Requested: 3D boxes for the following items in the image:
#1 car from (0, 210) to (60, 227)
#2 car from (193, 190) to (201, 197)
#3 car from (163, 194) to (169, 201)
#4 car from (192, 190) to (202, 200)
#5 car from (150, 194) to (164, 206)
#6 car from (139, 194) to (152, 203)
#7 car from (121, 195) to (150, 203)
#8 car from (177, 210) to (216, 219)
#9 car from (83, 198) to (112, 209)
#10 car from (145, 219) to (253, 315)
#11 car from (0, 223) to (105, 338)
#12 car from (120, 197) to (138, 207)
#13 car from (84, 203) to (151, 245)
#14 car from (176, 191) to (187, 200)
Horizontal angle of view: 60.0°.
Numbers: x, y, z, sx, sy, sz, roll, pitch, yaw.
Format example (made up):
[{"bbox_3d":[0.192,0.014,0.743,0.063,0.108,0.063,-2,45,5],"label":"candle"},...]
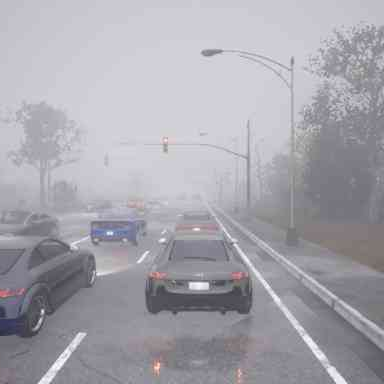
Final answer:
[{"bbox_3d":[-7.006,1.491,13.377,2.128,1.511,4.902,0,0,1],"label":"car"},{"bbox_3d":[1.249,0.317,84.031,1.837,1.490,4.892,0,3,1],"label":"car"},{"bbox_3d":[-5.964,1.179,71.361,2.033,1.411,5.357,0,2,1],"label":"car"},{"bbox_3d":[1.081,0.850,73.994,2.097,1.767,4.553,0,3,1],"label":"car"},{"bbox_3d":[-6.321,1.548,55.548,2.033,1.411,5.357,0,0,1],"label":"car"},{"bbox_3d":[-9.527,1.281,67.964,1.882,1.535,5.008,0,2,1],"label":"car"},{"bbox_3d":[-6.613,1.352,38.634,2.097,1.767,4.553,0,0,1],"label":"car"},{"bbox_3d":[0.232,1.564,16.058,1.994,1.385,4.181,0,0,1],"label":"car"},{"bbox_3d":[-10.653,1.491,38.022,2.128,1.511,4.902,0,0,8],"label":"car"},{"bbox_3d":[0.145,1.564,7.659,1.994,1.385,4.181,0,0,1],"label":"car"},{"bbox_3d":[-3.357,1.564,6.633,1.994,1.385,4.181,0,0,0],"label":"car"},{"bbox_3d":[-9.873,1.504,52.540,1.837,1.490,4.892,0,0,1],"label":"car"},{"bbox_3d":[-3.279,1.478,15.620,1.882,1.535,5.008,0,0,-1],"label":"car"},{"bbox_3d":[-2.418,1.045,74.092,1.994,1.385,4.181,0,3,1],"label":"car"}]
